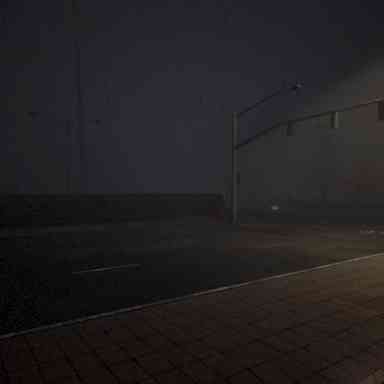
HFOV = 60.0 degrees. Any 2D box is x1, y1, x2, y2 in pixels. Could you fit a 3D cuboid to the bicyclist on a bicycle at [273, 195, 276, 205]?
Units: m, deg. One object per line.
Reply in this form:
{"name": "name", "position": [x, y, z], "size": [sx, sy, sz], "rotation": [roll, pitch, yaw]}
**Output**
{"name": "bicyclist on a bicycle", "position": [13.452, 1.300, 54.052], "size": [0.582, 1.620, 1.656], "rotation": [0, 0, 22]}

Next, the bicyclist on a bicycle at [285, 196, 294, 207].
{"name": "bicyclist on a bicycle", "position": [14.416, 1.453, 49.137], "size": [1.656, 1.620, 0.582], "rotation": [0, 0, -22]}

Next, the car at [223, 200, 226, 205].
{"name": "car", "position": [3.728, 1.564, 55.150], "size": [1.994, 1.385, 4.181], "rotation": [0, 0, -34]}
